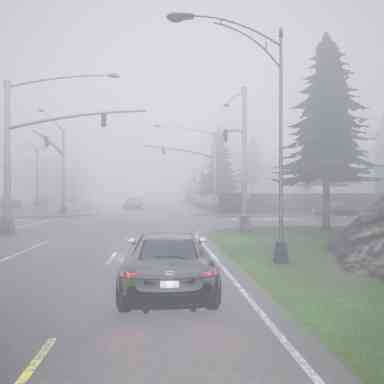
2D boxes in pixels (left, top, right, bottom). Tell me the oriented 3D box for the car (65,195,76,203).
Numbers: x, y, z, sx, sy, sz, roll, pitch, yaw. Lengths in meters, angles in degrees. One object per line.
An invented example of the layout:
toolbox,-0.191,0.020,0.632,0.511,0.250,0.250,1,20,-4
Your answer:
car,-23.631,1.374,64.362,1.845,1.501,3.633,0,0,-5

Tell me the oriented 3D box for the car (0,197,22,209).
car,-21.376,1.339,38.426,2.007,1.523,4.514,0,0,-5

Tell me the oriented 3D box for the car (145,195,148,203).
car,-8.617,1.564,53.157,1.994,1.385,4.181,0,0,-5

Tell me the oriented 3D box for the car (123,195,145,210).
car,-7.660,1.352,43.125,2.097,1.767,4.553,0,0,-5

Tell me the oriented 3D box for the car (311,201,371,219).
car,12.682,1.491,28.391,4.902,1.511,2.128,0,0,-7

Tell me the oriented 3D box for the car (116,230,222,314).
car,-0.567,1.564,7.743,1.994,1.385,4.181,0,0,-5

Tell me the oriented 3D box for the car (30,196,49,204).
car,-25.960,1.384,56.712,1.970,1.475,3.806,0,0,-5
